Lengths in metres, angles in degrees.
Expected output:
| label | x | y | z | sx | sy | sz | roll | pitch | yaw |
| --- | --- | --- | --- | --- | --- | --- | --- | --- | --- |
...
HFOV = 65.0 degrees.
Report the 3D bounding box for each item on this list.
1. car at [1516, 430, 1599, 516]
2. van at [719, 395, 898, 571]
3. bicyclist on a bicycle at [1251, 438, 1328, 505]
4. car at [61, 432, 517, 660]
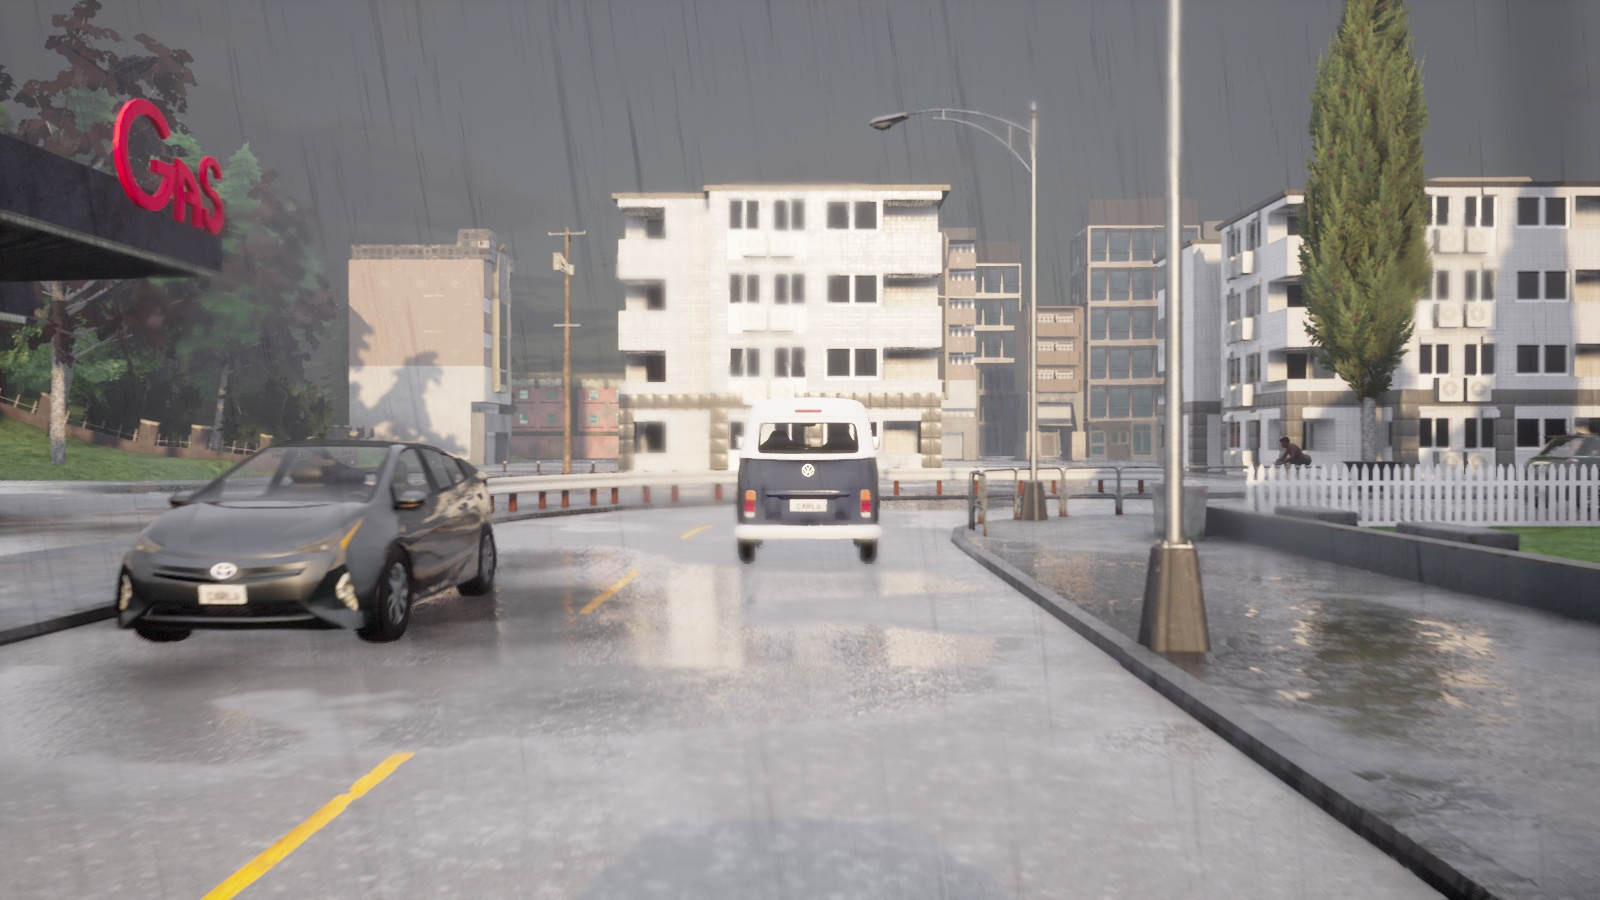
| label | x | y | z | sx | sy | sz | roll | pitch | yaw |
| --- | --- | --- | --- | --- | --- | --- | --- | --- | --- |
| car | 18.160 | 0.462 | 26.787 | 4.553 | 1.767 | 2.097 | 0 | 0 | 0 |
| van | 0.115 | 0.371 | 16.756 | 2.069 | 2.038 | 4.480 | 0 | 0 | 0 |
| bicyclist on a bicycle | 12.009 | 0.527 | 30.818 | 1.656 | 1.620 | 0.582 | 0 | 0 | 0 |
| car | -3.931 | 0.627 | 10.660 | 2.007 | 1.525 | 4.514 | 0 | 0 | 0 |
